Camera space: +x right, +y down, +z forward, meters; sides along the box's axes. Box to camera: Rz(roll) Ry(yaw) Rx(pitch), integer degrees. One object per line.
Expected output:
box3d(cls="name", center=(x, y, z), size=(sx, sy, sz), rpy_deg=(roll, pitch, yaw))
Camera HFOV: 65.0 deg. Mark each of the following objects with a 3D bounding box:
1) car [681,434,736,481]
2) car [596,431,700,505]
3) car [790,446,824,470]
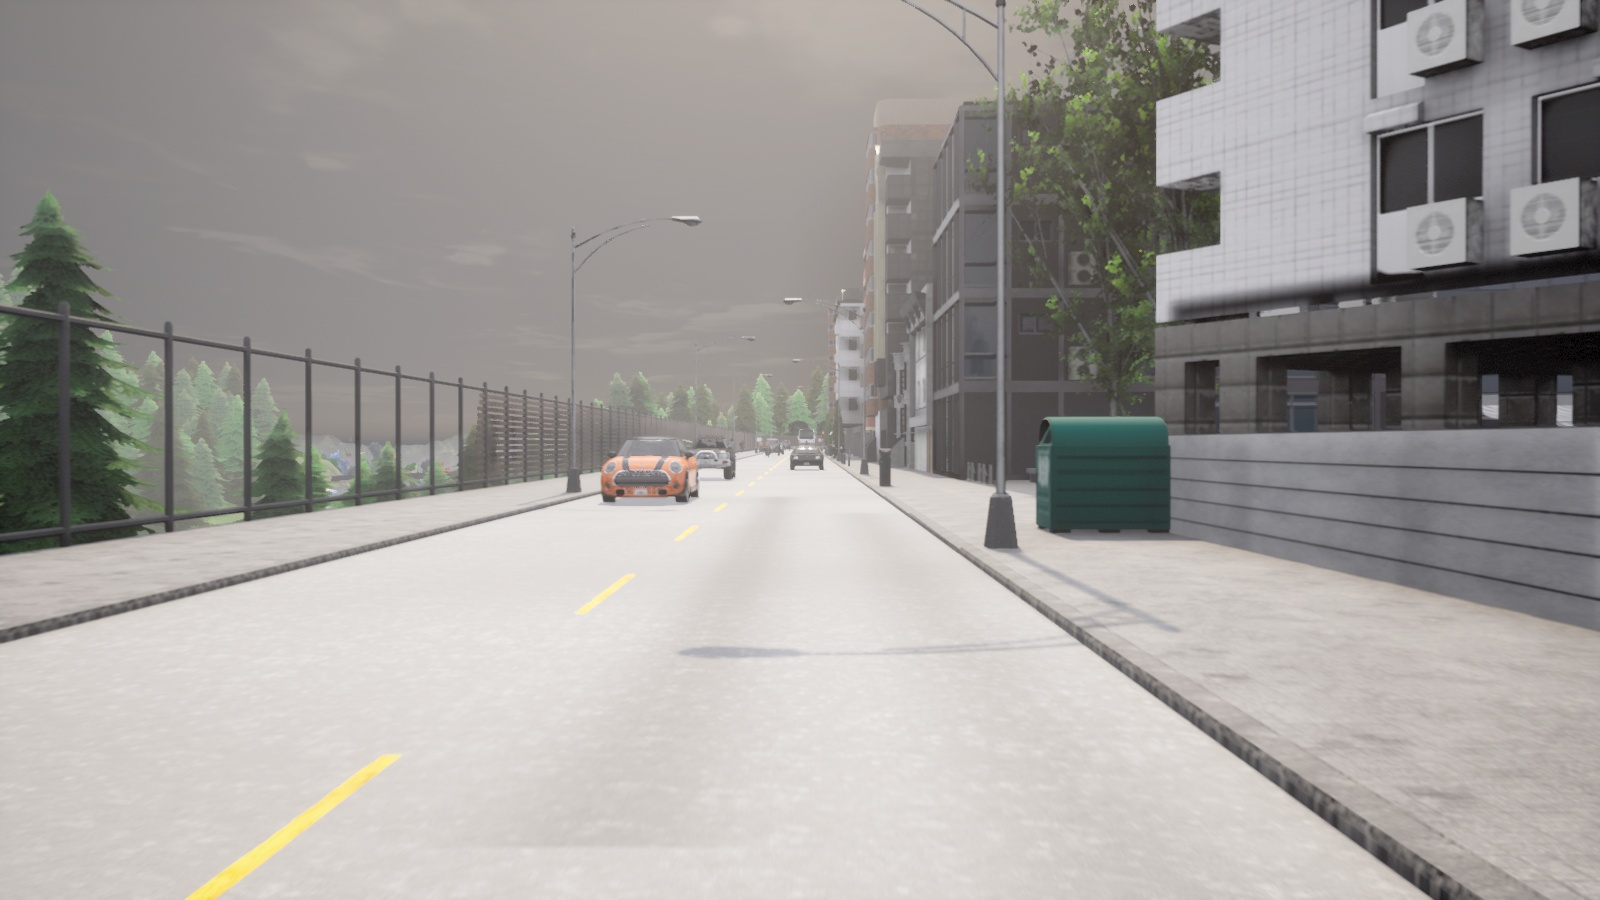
box3d(cls="car", center=(-3.707, 0.269, 51.637), size=(1.932, 1.855, 4.605), rpy_deg=(0, 0, 0))
box3d(cls="car", center=(-3.811, 0.420, 32.235), size=(2.097, 1.767, 4.553), rpy_deg=(0, 0, 0))
box3d(cls="car", center=(0.394, 0.449, 70.661), size=(1.895, 1.301, 4.718), rpy_deg=(0, 0, 0))
